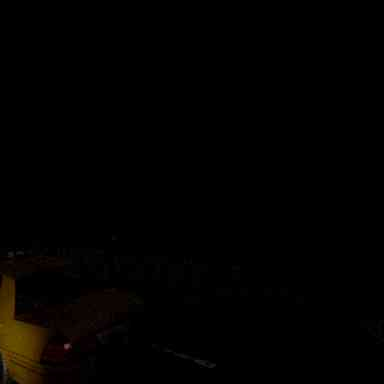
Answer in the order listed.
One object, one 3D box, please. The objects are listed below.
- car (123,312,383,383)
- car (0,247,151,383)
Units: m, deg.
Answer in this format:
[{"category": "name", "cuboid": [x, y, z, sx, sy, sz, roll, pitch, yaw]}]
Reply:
[{"category": "car", "cuboid": [1.948, 1.551, 1.702, 4.403, 1.369, 2.008, 0, 1, 35]}, {"category": "car", "cuboid": [-2.741, 1.524, 5.040, 4.829, 1.417, 1.752, 0, 1, 35]}]
